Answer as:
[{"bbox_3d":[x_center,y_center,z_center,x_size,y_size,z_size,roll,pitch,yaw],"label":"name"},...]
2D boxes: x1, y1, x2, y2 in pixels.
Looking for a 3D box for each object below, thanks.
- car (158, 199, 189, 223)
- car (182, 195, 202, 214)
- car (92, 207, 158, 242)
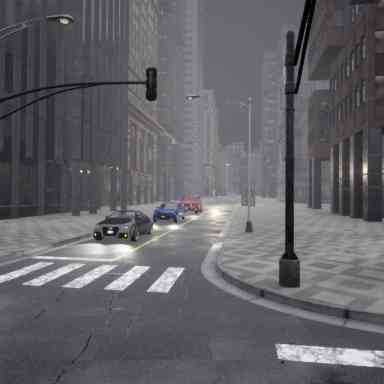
[{"bbox_3d":[-1.781,1.581,27.254,1.882,1.535,5.008,0,0,8],"label":"car"},{"bbox_3d":[-0.139,1.361,37.812,2.150,2.045,5.566,0,0,9],"label":"car"},{"bbox_3d":[-3.372,1.632,16.964,1.994,1.385,4.181,0,0,9],"label":"car"}]
